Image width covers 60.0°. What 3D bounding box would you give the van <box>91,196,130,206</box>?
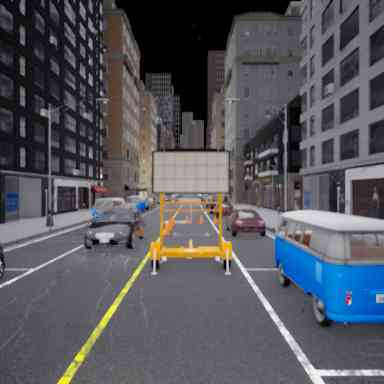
[{"bbox_3d":[-5.735,1.316,23.236,1.690,1.788,3.998,0,0,0],"label":"van"}]

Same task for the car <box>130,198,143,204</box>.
[{"bbox_3d":[-5.750,1.520,28.736,2.008,1.369,4.403,0,0,0],"label":"car"}]

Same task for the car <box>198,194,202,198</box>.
[{"bbox_3d":[2.666,1.507,67.270,1.947,1.339,4.313,0,0,0],"label":"car"}]

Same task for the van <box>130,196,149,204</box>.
[{"bbox_3d":[-5.766,1.306,34.237,1.690,1.788,3.998,0,0,0],"label":"van"}]

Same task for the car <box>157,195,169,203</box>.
[{"bbox_3d":[-5.860,1.382,67.246,1.967,1.590,4.097,0,0,0],"label":"car"}]

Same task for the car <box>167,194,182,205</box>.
[{"bbox_3d":[-3.239,1.440,56.741,2.128,1.511,4.902,0,0,0],"label":"car"}]

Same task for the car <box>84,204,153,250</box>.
[{"bbox_3d":[-3.140,1.476,14.337,2.128,1.511,4.902,0,0,0],"label":"car"}]

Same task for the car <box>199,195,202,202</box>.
[{"bbox_3d":[2.697,1.498,56.267,2.008,1.369,4.403,0,0,0],"label":"car"}]

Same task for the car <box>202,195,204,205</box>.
[{"bbox_3d":[2.729,1.395,45.264,1.967,1.590,4.097,0,0,0],"label":"car"}]

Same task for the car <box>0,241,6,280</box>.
[{"bbox_3d":[-5.688,1.433,6.731,1.967,1.590,4.097,0,0,0],"label":"car"}]

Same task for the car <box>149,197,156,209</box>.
[{"bbox_3d":[-5.781,1.526,39.739,1.947,1.339,4.313,0,0,0],"label":"car"}]

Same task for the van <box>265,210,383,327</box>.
[{"bbox_3d":[2.837,1.333,6.755,1.690,1.788,3.998,0,0,0],"label":"van"}]

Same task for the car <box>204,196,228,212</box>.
[{"bbox_3d":[2.759,1.279,34.261,2.192,1.841,5.009,0,0,0],"label":"car"}]

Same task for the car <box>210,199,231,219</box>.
[{"bbox_3d":[2.776,1.551,28.760,1.802,1.307,4.206,0,0,0],"label":"car"}]

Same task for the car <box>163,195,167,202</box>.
[{"bbox_3d":[-5.828,1.514,56.243,1.947,1.339,4.313,0,0,0],"label":"car"}]

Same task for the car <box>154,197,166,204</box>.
[{"bbox_3d":[-5.844,1.526,61.744,1.802,1.307,4.206,0,0,0],"label":"car"}]

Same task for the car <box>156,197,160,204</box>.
[{"bbox_3d":[-5.796,1.537,45.241,1.802,1.307,4.206,0,0,0],"label":"car"}]

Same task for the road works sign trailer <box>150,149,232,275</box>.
[{"bbox_3d":[-0.028,0.453,10.424,2.380,3.560,2.880,0,0,0],"label":"road works sign trailer"}]

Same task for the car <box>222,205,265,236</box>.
[{"bbox_3d":[2.807,1.562,17.758,1.802,1.307,4.206,0,0,0],"label":"car"}]
